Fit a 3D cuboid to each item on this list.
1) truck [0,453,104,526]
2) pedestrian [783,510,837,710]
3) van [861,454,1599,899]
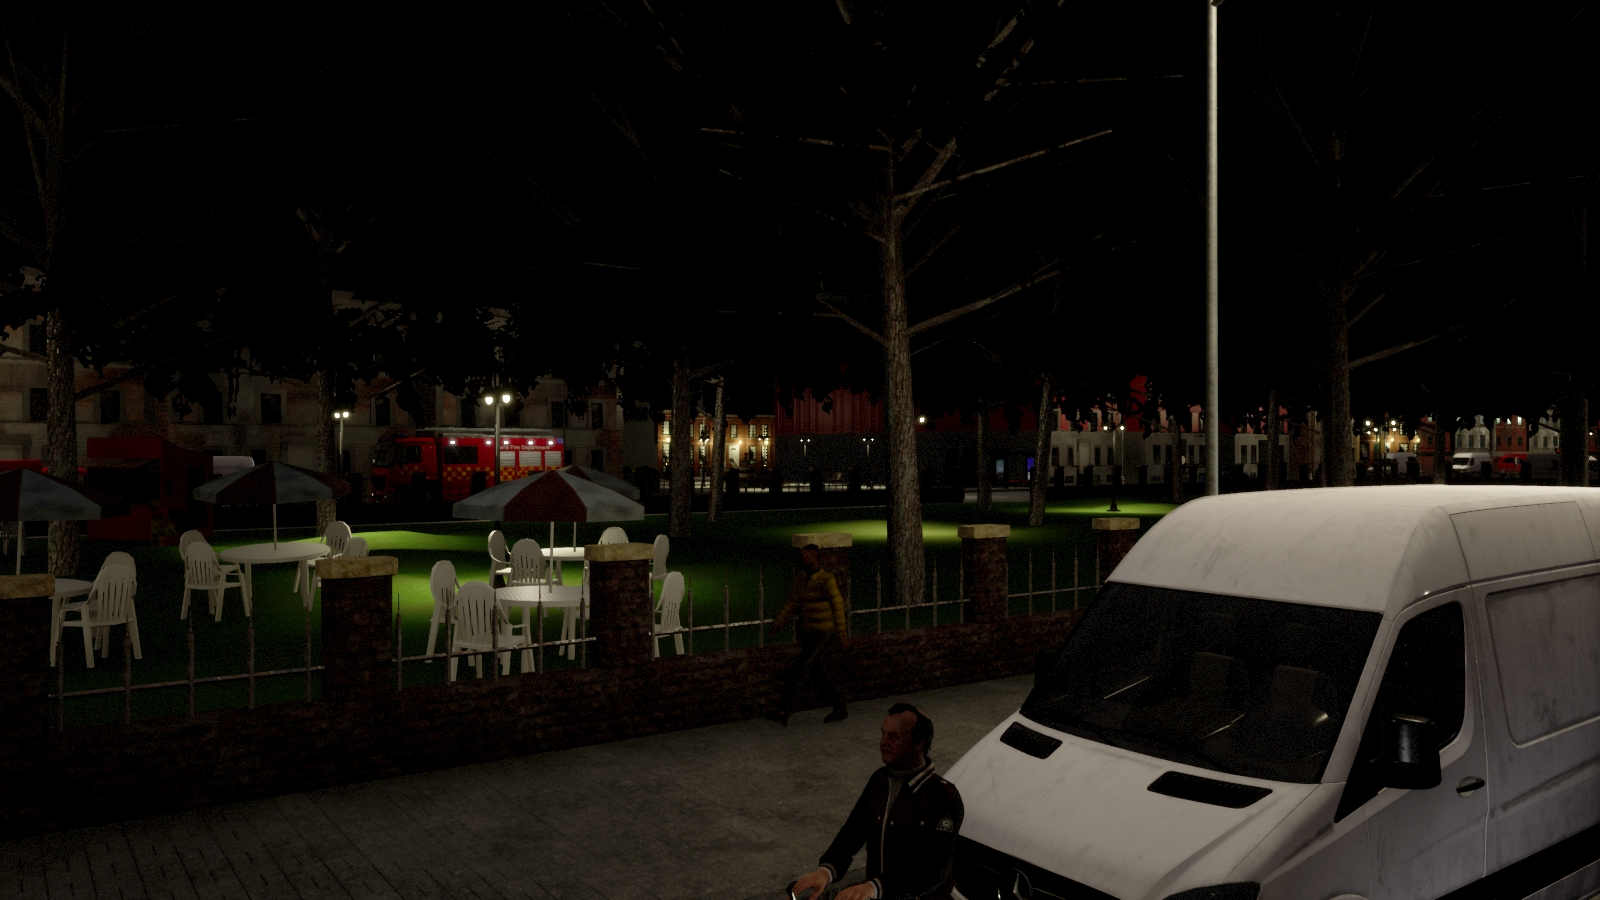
[{"bbox_3d":[-27.693,1.348,40.278,5.204,2.467,2.627,0,0,-35],"label":"truck"},{"bbox_3d":[0.099,1.525,11.031,0.375,1.860,0.375,0,0,-35],"label":"pedestrian"},{"bbox_3d":[3.302,1.314,6.746,5.915,2.561,1.988,0,0,-35],"label":"van"}]
